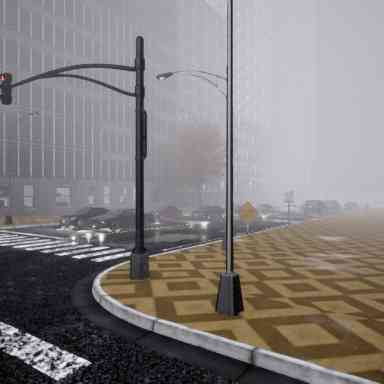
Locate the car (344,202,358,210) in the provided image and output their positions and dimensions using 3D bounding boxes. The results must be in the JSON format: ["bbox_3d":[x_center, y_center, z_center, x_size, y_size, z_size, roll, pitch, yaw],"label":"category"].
[{"bbox_3d":[31.498,2.662,65.692,2.097,1.767,4.553,0,-1,33],"label":"car"}]

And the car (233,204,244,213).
[{"bbox_3d":[6.427,2.349,47.073,1.994,1.385,4.181,0,-1,33],"label":"car"}]

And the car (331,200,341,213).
[{"bbox_3d":[22.401,2.267,53.517,2.150,2.045,5.566,0,-1,33],"label":"car"}]

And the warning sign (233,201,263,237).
[{"bbox_3d":[3.122,1.454,18.564,1.300,1.860,1.060,1,1,33],"label":"warning sign"}]

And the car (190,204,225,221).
[{"bbox_3d":[1.703,2.049,33.814,1.837,1.490,4.892,0,-1,33],"label":"car"}]

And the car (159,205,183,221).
[{"bbox_3d":[-2.724,2.010,32.952,1.812,1.442,4.674,0,-1,33],"label":"car"}]

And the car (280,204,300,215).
[{"bbox_3d":[13.634,2.372,46.035,1.812,1.442,4.674,0,-1,33],"label":"car"}]

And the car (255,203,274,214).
[{"bbox_3d":[10.085,2.344,46.726,1.812,1.442,4.674,0,-1,33],"label":"car"}]

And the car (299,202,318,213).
[{"bbox_3d":[19.193,2.506,54.725,1.882,1.535,5.008,0,-1,33],"label":"car"}]

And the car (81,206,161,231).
[{"bbox_3d":[-4.869,1.874,23.641,2.033,1.411,5.357,0,-1,33],"label":"car"}]

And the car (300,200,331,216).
[{"bbox_3d":[16.571,2.077,44.489,2.150,2.045,5.566,0,-1,33],"label":"car"}]

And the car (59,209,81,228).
[{"bbox_3d":[-7.736,1.844,25.179,1.812,1.442,4.674,0,-1,31],"label":"car"}]
